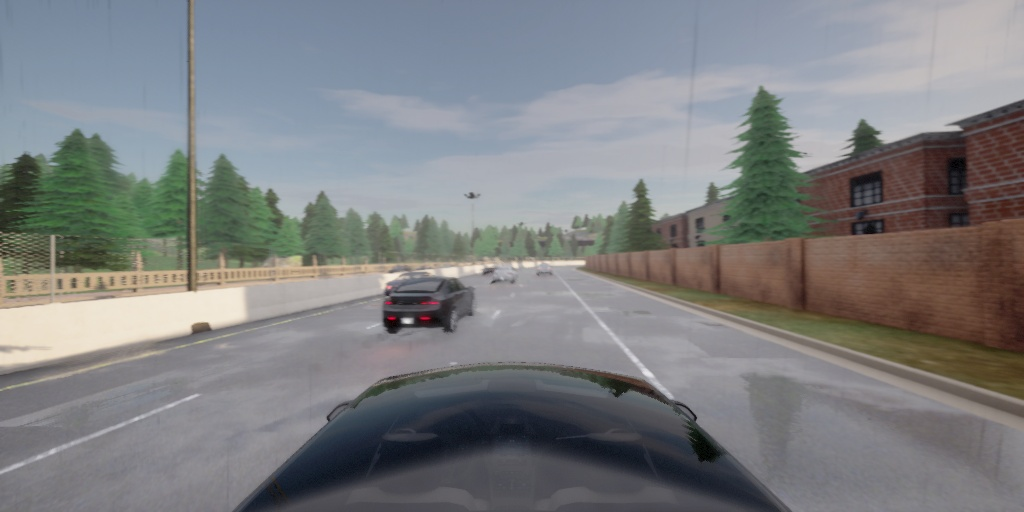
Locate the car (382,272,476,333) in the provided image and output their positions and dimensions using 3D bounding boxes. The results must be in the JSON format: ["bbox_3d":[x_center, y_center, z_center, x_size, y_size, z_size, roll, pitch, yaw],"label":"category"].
[{"bbox_3d":[-2.400,1.398,11.374,1.837,1.490,4.892,-1,-1,5],"label":"car"}]

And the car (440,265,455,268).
[{"bbox_3d":[-9.416,1.994,52.521,1.812,1.442,4.674,-1,-1,5],"label":"car"}]

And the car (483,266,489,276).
[{"bbox_3d":[-2.670,1.915,48.169,1.895,1.301,4.718,-1,-1,5],"label":"car"}]

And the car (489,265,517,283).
[{"bbox_3d":[-0.600,1.625,31.805,1.812,1.442,4.674,-1,-1,5],"label":"car"}]

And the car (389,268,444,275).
[{"bbox_3d":[-5.171,1.576,19.788,2.033,1.411,5.357,-1,-1,5],"label":"car"}]

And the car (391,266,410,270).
[{"bbox_3d":[-16.379,2.120,53.224,2.033,1.411,5.357,-1,-1,5],"label":"car"}]

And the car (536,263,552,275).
[{"bbox_3d":[4.221,1.725,46.663,1.812,1.442,4.674,-1,-1,5],"label":"car"}]

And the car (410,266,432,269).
[{"bbox_3d":[-12.895,2.123,52.887,1.895,1.301,4.718,-1,-1,5],"label":"car"}]
